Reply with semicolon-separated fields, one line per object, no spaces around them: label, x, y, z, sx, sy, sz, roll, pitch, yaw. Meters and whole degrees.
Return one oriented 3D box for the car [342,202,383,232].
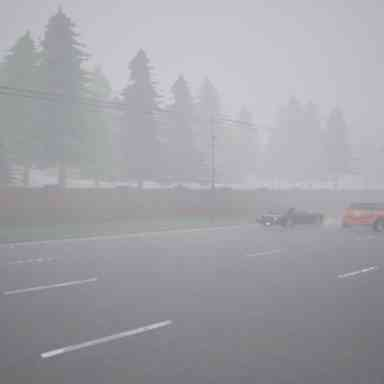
car;11.244;1.362;20.366;4.553;1.767;2.097;0;0;-36

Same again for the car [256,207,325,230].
car;6.359;1.609;21.182;4.718;1.301;1.895;0;0;-36
